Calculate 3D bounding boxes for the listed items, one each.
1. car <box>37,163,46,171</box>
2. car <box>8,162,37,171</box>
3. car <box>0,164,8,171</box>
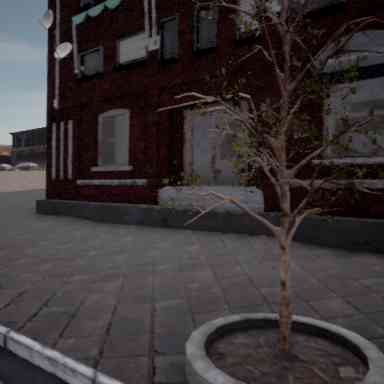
[{"bbox_3d":[-17.612,-3.368,44.054,4.553,1.767,2.185,1,1,26],"label":"car"},{"bbox_3d":[-22.694,-3.365,46.494,4.892,1.521,2.231,1,1,27],"label":"car"},{"bbox_3d":[-27.527,-3.426,48.950,4.674,1.452,2.002,1,1,28],"label":"car"}]
